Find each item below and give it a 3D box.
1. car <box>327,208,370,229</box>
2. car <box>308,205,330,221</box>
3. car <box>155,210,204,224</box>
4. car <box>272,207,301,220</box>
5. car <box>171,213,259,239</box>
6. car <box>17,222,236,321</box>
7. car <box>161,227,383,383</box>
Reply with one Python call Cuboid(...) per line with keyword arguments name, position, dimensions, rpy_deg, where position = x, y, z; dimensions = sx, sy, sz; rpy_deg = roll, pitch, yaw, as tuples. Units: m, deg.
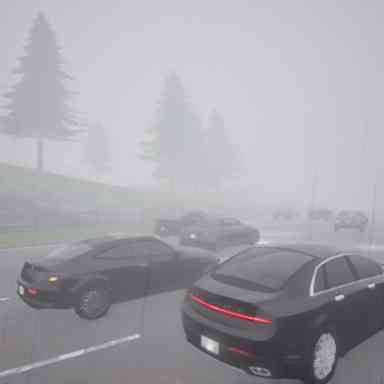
Cuboid(name="car", position=(11.116, 1.950, 23.083), dimensions=(2.033, 1.411, 5.357), rpy_deg=(0, -1, 32))
Cuboid(name="car", position=(12.637, 2.033, 32.424), dimensions=(1.882, 1.535, 5.008), rpy_deg=(0, -1, 31))
Cuboid(name="car", position=(0.007, 1.785, 19.019), dimensions=(1.882, 1.535, 5.008), rpy_deg=(0, -1, 38))
Cuboid(name="car", position=(9.927, 2.186, 34.693), dimensions=(1.895, 1.301, 4.718), rpy_deg=(0, -1, 31))
Cuboid(name="car", position=(1.355, 1.813, 15.160), dimensions=(1.994, 1.385, 4.181), rpy_deg=(-1, -1, 41))
Cuboid(name="car", position=(-1.333, 1.646, 7.550), dimensions=(4.674, 1.442, 1.812), rpy_deg=(1, -1, -39))
Cuboid(name="car", position=(2.052, 1.602, 5.554), dimensions=(4.892, 1.490, 1.837), rpy_deg=(1, -1, -41))
